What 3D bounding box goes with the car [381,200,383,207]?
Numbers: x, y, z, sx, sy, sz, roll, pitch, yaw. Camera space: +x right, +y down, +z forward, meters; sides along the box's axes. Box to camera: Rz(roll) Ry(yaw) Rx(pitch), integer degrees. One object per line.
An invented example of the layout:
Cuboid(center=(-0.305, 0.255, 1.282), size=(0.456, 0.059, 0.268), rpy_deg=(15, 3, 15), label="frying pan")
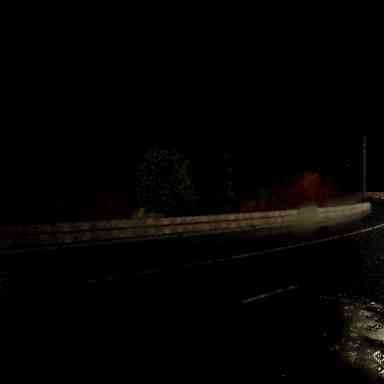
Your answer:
Cuboid(center=(35.432, 1.927, 59.742), size=(1.837, 1.490, 4.892), rpy_deg=(1, 0, 18), label="car")
